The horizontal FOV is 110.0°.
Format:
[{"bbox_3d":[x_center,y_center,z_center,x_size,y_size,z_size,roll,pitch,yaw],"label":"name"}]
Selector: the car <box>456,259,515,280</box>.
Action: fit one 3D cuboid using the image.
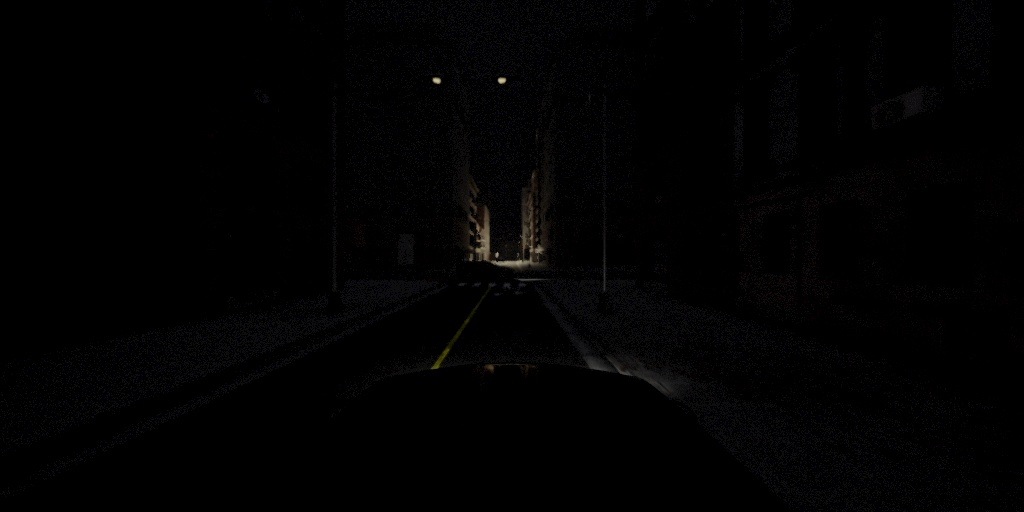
[{"bbox_3d":[-2.216,1.242,30.326,4.892,1.490,1.837,0,0,0],"label":"car"}]
